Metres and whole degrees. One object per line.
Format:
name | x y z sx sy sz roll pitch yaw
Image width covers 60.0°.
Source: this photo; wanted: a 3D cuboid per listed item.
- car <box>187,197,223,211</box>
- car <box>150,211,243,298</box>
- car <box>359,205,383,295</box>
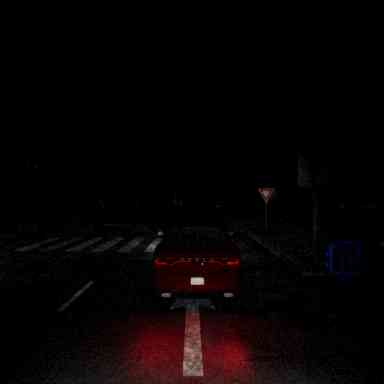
car | 0.696 1.544 36.710 5.566 2.045 2.150 2 1 25
car | 0.098 1.476 8.542 1.882 1.535 5.008 0 0 0
car | 6.026 1.235 6.633 5.566 2.045 2.435 1 0 -20
